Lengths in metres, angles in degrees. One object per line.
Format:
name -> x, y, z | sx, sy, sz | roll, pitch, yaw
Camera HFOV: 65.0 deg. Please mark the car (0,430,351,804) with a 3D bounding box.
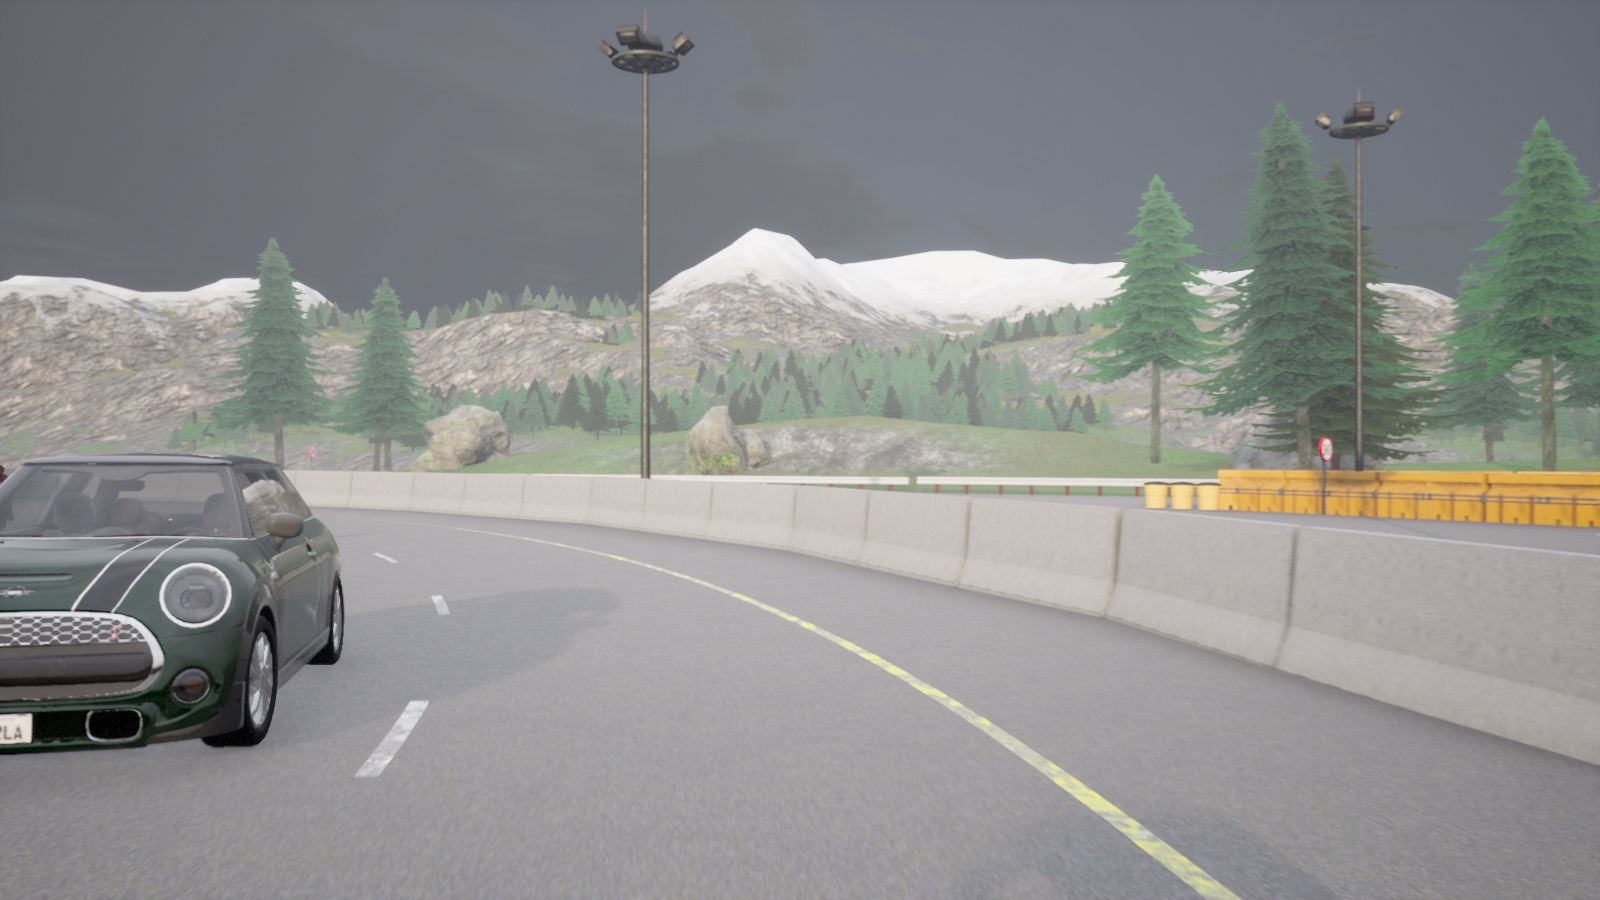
car -> -4.322, 0.825, 8.155 | 2.097, 1.767, 4.553 | 0, -1, -13
